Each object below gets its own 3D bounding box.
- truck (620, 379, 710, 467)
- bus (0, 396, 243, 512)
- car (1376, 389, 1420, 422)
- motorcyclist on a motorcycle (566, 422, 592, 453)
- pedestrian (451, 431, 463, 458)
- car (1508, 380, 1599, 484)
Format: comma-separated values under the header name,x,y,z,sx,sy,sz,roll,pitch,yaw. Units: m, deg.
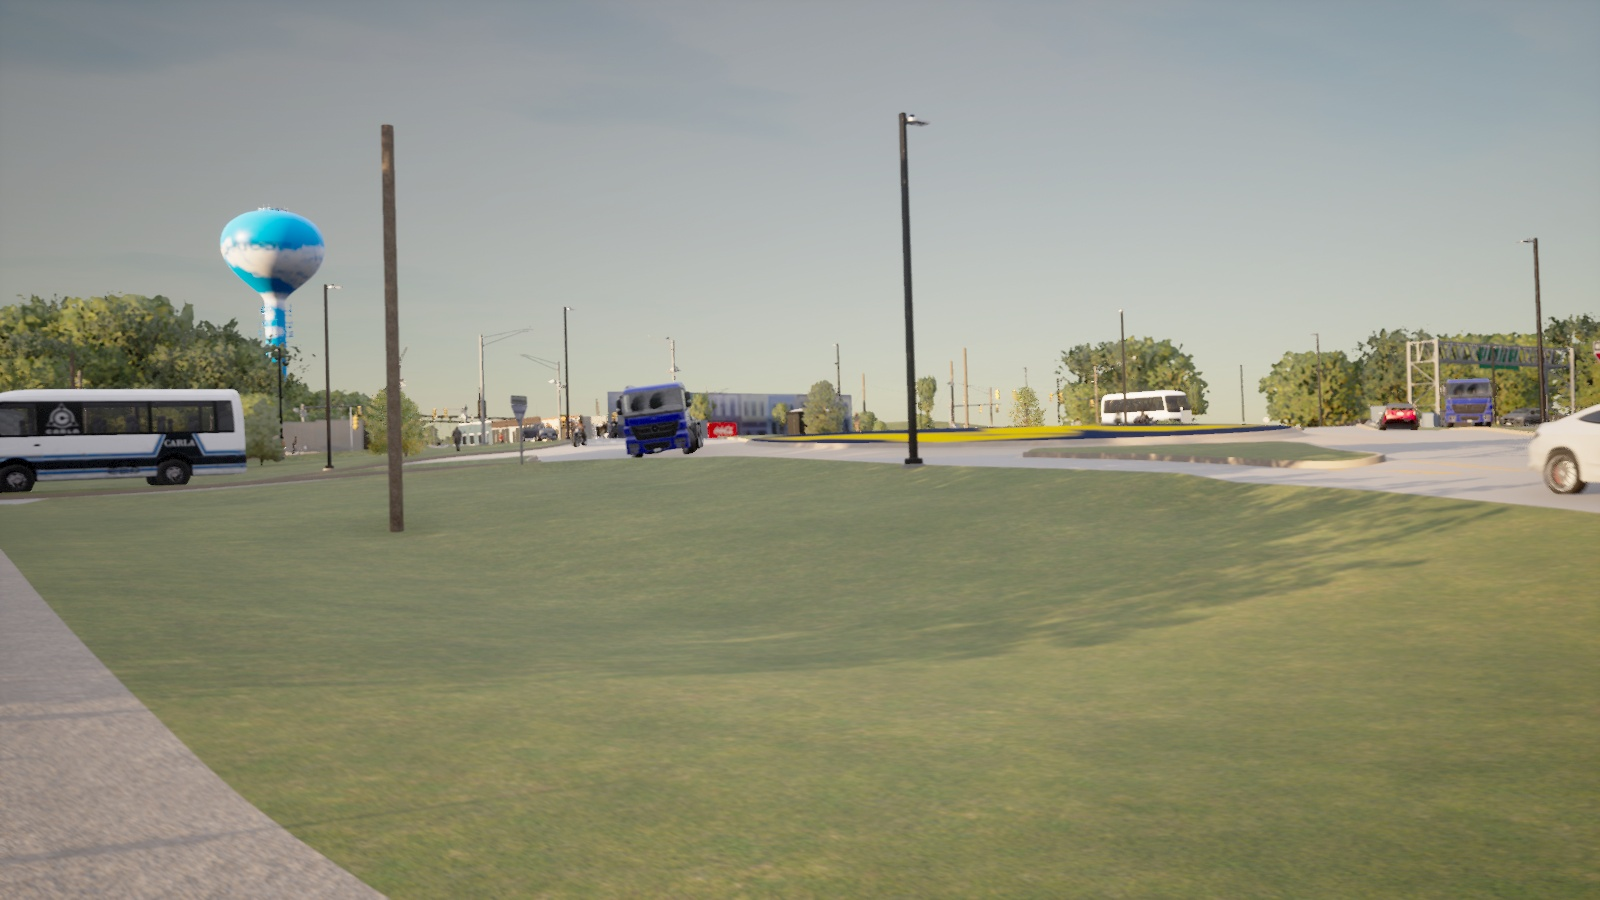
name,x,y,z,sx,sy,sz,roll,pitch,yaw
truck,-6.287,-1.424,59.763,2.891,3.462,7.936,-8,4,1
bus,-29.120,0.160,51.964,10.273,4.253,3.944,-3,-1,-37
car,32.755,-2.402,68.867,2.007,1.525,4.514,0,-1,23
motorcyclist on a motorcycle,-12.893,-0.745,73.369,0.766,1.649,2.350,-3,3,6
pedestrian,-24.815,-0.392,90.805,0.659,1.952,0.873,-2,-1,-21
car,12.274,-0.265,17.257,1.812,1.442,4.674,-3,2,-11
